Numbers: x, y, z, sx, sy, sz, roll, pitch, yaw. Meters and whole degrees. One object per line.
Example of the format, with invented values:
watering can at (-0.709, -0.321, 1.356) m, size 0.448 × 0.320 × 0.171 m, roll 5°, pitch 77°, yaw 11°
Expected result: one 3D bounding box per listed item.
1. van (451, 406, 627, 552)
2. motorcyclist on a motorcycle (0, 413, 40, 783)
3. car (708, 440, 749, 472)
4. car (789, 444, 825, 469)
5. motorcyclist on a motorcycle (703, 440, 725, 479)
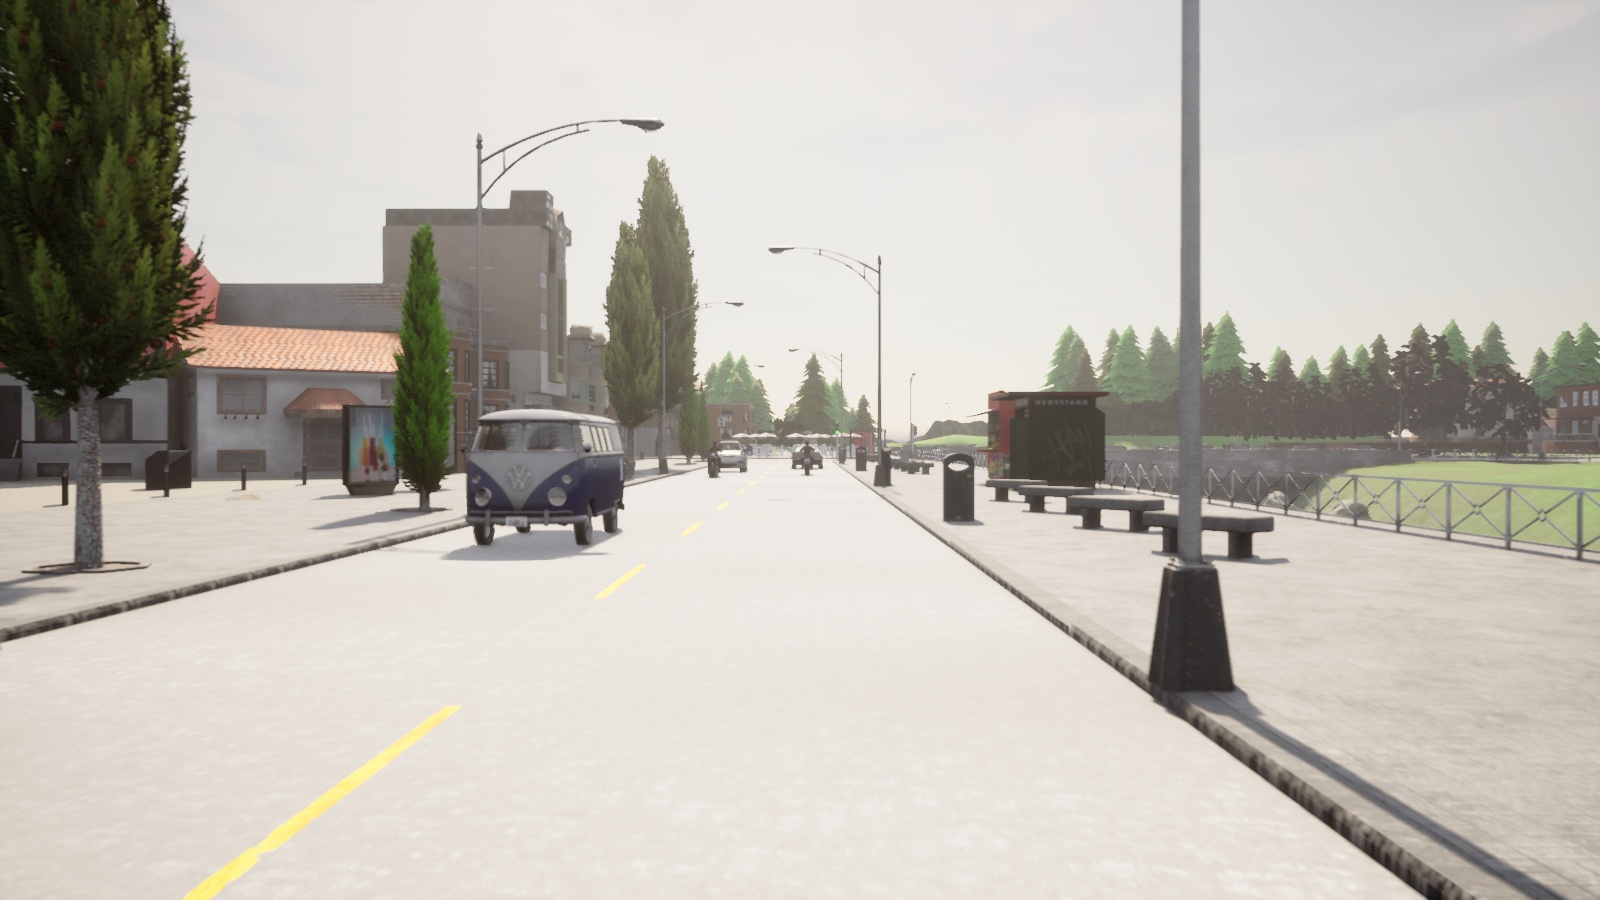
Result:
van at (-3.876, 0.387, 19.387) m, size 1.775 × 1.987 × 4.442 m, roll 0°, pitch 0°, yaw 0°
motorcyclist on a motorcycle at (-3.958, 0.667, 4.720) m, size 0.766 × 1.649 × 2.350 m, roll 0°, pitch 0°, yaw 0°
car at (-3.628, 0.279, 64.329) m, size 1.851 × 1.617 × 3.988 m, roll 0°, pitch 0°, yaw 0°
car at (0.423, 0.378, 73.841) m, size 2.033 × 1.411 × 5.357 m, roll 0°, pitch 0°, yaw 0°
motorcyclist on a motorcycle at (-3.687, 0.391, 53.758) m, size 0.766 × 1.649 × 2.350 m, roll 0°, pitch 0°, yaw 0°
